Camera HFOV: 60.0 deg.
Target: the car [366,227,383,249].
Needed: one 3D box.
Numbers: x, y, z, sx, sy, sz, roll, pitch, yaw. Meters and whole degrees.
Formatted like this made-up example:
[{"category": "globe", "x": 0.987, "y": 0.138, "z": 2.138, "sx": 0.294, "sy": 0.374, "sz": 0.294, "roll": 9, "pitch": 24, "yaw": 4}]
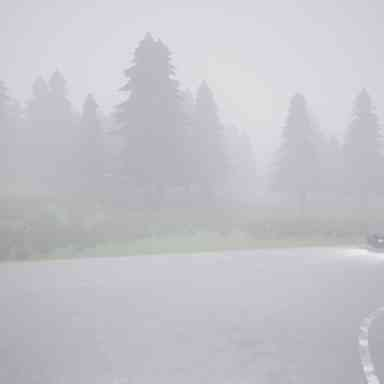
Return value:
[{"category": "car", "x": 9.685, "y": 1.822, "z": 14.270, "sx": 4.181, "sy": 1.385, "sz": 1.994, "roll": 0, "pitch": -1, "yaw": -16}]
